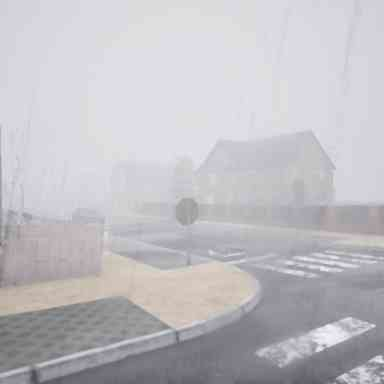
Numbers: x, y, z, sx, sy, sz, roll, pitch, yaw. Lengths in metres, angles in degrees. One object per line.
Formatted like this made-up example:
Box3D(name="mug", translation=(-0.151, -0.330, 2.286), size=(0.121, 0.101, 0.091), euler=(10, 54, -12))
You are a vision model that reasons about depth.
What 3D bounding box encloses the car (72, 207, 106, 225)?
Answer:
Box3D(name="car", translation=(-9.023, 2.101, 28.857), size=(1.837, 1.490, 4.892), euler=(-1, 0, -35))
